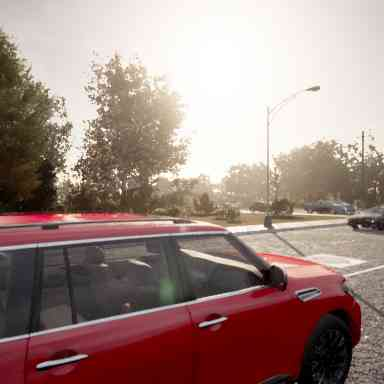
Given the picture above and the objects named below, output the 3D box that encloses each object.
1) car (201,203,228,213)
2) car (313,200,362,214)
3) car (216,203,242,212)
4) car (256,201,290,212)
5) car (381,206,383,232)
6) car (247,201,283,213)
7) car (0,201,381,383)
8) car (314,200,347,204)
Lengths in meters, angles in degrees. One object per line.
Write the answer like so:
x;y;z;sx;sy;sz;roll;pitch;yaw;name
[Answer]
3.562;2.600;54.220;1.837;1.490;4.892;0;-3;-32;car
17.015;1.745;39.253;2.128;1.511;4.902;0;-2;-33;car
6.217;2.642;56.580;1.837;1.490;4.892;0;-3;-32;car
11.598;2.127;47.949;1.837;1.490;4.892;0;-3;-32;car
11.906;1.597;20.689;5.357;1.411;2.033;0;0;-33;car
9.671;2.028;44.421;1.837;1.490;4.892;0;-3;-32;car
-0.540;1.222;3.370;5.566;2.045;2.150;0;0;-37;car
14.633;1.708;36.485;2.128;1.511;4.902;0;-1;-32;car
